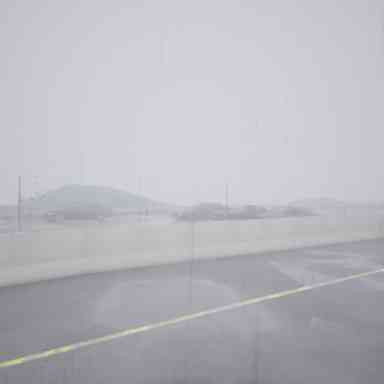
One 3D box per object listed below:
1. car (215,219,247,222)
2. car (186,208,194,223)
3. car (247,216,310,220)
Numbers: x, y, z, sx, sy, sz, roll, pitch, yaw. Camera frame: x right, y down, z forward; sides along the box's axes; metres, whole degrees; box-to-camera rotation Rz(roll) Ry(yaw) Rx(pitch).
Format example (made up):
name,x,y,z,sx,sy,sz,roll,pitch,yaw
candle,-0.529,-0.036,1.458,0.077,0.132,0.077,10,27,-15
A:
name,x,y,z,sx,sy,sz,roll,pitch,yaw
car,3.615,1.563,22.747,4.718,1.301,1.895,0,0,-30
car,1.007,1.501,25.282,5.357,1.411,2.033,0,0,-31
car,5.731,1.534,19.897,4.181,1.385,1.994,0,0,-30
